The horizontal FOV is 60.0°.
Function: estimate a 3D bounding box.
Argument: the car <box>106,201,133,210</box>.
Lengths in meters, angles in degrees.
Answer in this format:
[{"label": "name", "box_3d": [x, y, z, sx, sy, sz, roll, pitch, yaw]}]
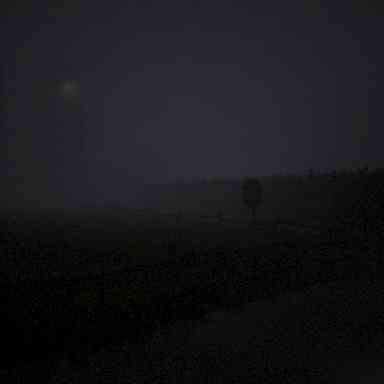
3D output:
[{"label": "car", "box_3d": [-8.381, 1.763, 38.138, 1.837, 1.490, 4.892, 1, -1, -35]}]
